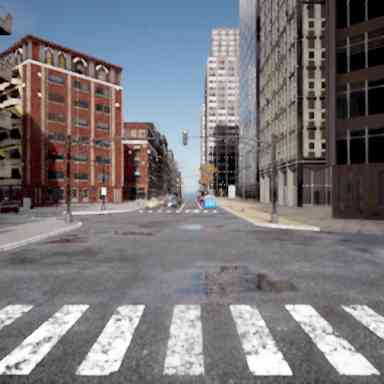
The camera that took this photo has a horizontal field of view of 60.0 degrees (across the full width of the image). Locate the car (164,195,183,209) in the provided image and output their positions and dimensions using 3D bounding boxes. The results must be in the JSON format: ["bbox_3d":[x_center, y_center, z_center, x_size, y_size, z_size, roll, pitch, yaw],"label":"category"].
[{"bbox_3d":[-2.892,1.536,46.918,2.128,1.511,4.902,0,0,2],"label":"car"}]

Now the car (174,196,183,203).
[{"bbox_3d":[-2.874,1.633,72.979,1.812,1.442,4.674,0,0,0],"label":"car"}]

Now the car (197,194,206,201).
[{"bbox_3d":[2.421,1.464,85.606,2.192,1.841,5.009,0,0,0],"label":"car"}]

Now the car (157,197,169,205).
[{"bbox_3d":[-5.420,1.648,63.382,1.947,1.339,4.313,0,0,0],"label":"car"}]

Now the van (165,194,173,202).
[{"bbox_3d":[-5.448,1.471,80.038,1.690,1.788,3.998,0,0,0],"label":"van"}]

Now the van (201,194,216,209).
[{"bbox_3d":[2.490,1.385,46.738,1.690,1.788,3.998,0,0,0],"label":"van"}]

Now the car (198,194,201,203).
[{"bbox_3d":[2.451,1.642,68.947,1.887,1.381,4.507,0,0,0],"label":"car"}]

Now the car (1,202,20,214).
[{"bbox_3d":[-21.209,1.789,37.370,4.718,1.301,1.895,-1,-1,41],"label":"car"}]

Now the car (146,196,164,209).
[{"bbox_3d":[-5.391,1.569,46.555,1.752,1.417,4.829,0,0,0],"label":"car"}]
